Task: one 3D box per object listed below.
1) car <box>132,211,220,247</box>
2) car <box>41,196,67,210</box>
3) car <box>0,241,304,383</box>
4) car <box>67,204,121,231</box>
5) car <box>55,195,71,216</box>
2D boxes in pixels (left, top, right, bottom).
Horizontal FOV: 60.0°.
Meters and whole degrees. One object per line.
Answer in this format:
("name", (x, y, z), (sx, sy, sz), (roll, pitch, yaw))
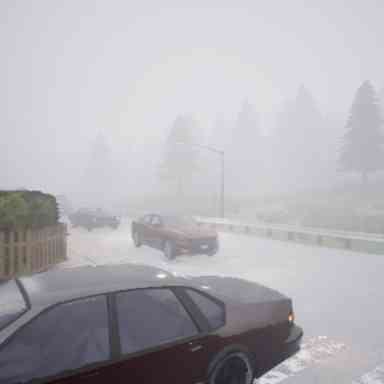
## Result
("car", (-0.821, 1.554, 13.214), (1.882, 1.535, 5.008), (1, 0, -30))
("car", (-18.729, 1.464, 45.035), (2.097, 1.767, 4.553), (1, 0, -40))
("car", (-1.186, 1.558, 3.406), (5.357, 1.411, 2.033), (1, -1, -34))
("car", (-6.289, 1.682, 21.420), (1.895, 1.301, 4.718), (1, 0, -35))
("car", (-12.433, 1.303, 30.175), (2.150, 2.045, 5.566), (1, 0, -35))
